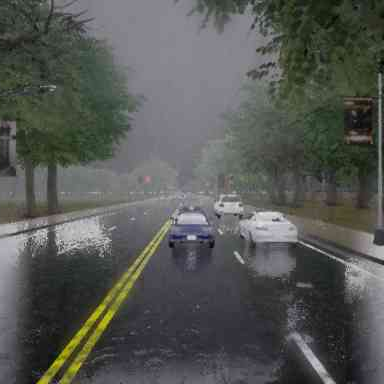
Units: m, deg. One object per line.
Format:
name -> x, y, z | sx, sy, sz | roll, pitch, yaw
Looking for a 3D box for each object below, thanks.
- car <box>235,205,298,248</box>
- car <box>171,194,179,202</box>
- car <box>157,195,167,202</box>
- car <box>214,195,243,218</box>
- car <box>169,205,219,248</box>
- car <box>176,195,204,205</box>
car -> 3.238, 1.533, 14.665 | 1.812, 1.442, 4.674 | 0, 0, 0
car -> -3.547, 1.310, 75.979 | 2.097, 1.767, 4.553 | 0, 0, 0
car -> -6.796, 1.480, 75.922 | 2.128, 1.511, 4.902 | 0, 0, 0
car -> 3.204, 1.257, 29.702 | 2.150, 2.045, 5.566 | 0, 0, 0
car -> -0.012, 1.533, 14.660 | 1.812, 1.442, 4.674 | 0, 0, 0
car -> -0.046, 1.365, 29.632 | 2.097, 1.767, 4.553 | 0, 0, 0
